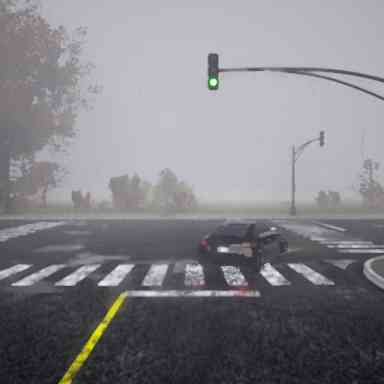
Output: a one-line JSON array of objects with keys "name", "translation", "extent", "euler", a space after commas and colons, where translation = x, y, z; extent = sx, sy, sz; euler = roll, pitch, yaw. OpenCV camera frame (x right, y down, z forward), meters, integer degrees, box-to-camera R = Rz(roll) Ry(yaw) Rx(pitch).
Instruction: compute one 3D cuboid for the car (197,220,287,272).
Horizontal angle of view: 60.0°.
[{"name": "car", "translation": [1.812, 1.648, 11.305], "extent": [1.994, 1.385, 4.181], "euler": [-1, -1, 27]}]
